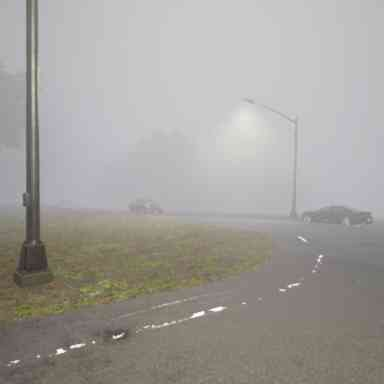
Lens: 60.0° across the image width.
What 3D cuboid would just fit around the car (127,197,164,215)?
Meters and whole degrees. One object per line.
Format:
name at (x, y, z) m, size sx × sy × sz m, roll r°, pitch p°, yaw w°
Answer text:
car at (-4.582, 1.339, 32.849) m, size 2.097 × 1.767 × 4.553 m, roll 4°, pitch -3°, yaw -35°

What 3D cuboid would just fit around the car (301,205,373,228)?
car at (10.232, 1.689, 23.867) m, size 1.882 × 1.535 × 5.008 m, roll 4°, pitch -3°, yaw -35°

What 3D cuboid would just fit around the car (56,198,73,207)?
car at (-22.310, 1.832, 58.811) m, size 2.128 × 1.511 × 4.902 m, roll 3°, pitch -3°, yaw -31°

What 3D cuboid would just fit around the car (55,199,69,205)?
car at (-34.210, 2.600, 87.348) m, size 2.128 × 1.511 × 4.902 m, roll 4°, pitch -3°, yaw -35°
